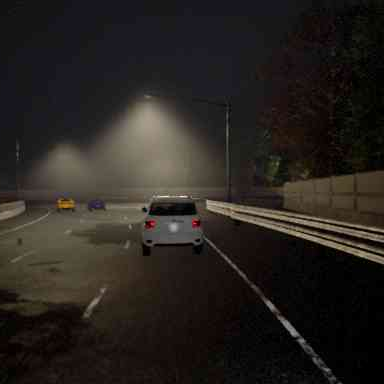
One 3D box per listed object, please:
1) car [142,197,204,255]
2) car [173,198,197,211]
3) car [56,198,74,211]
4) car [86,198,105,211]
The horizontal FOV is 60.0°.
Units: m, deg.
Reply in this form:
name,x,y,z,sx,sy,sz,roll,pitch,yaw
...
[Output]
name,x,y,z,sx,sy,sz,roll,pitch,yaw
car,-0.857,1.212,13.570,2.150,2.045,5.566,0,0,-6
car,-0.799,1.525,41.919,1.994,1.385,4.181,0,0,15
car,-15.621,1.519,41.036,1.882,1.535,5.008,0,0,-23
car,-12.027,1.499,41.502,1.882,1.535,5.008,0,0,-23
